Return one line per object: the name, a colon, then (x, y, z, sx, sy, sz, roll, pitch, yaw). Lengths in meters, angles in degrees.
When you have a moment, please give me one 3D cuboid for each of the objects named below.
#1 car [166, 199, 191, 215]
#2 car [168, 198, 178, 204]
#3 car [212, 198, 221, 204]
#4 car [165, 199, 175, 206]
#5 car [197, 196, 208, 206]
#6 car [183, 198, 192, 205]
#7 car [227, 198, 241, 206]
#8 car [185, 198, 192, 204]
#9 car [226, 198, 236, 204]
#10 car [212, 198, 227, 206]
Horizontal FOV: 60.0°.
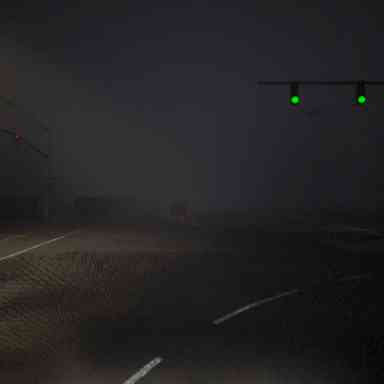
car: (-1.535, 1.924, 39.516, 2.128, 1.511, 4.902, 0, -1, 1)
car: (-4.553, 2.267, 80.586, 1.994, 1.385, 4.181, 0, -1, 1)
car: (5.947, 2.219, 80.463, 1.812, 1.442, 4.674, 0, -1, 1)
car: (-4.655, 2.283, 71.833, 1.837, 1.490, 4.892, 0, -1, 1)
car: (2.334, 1.984, 70.950, 2.150, 2.045, 5.566, 0, -1, 1)
car: (-1.053, 2.233, 80.545, 2.128, 1.511, 4.902, 0, -1, 1)
car: (9.334, 2.285, 70.835, 2.033, 1.411, 5.357, 0, -1, 1)
car: (-1.160, 2.366, 71.404, 1.895, 1.301, 4.718, 0, -1, 1)
car: (9.446, 2.212, 80.422, 1.812, 1.442, 4.674, 0, -1, 1)
car: (5.845, 2.358, 71.738, 1.895, 1.301, 4.718, 0, -1, 1)
